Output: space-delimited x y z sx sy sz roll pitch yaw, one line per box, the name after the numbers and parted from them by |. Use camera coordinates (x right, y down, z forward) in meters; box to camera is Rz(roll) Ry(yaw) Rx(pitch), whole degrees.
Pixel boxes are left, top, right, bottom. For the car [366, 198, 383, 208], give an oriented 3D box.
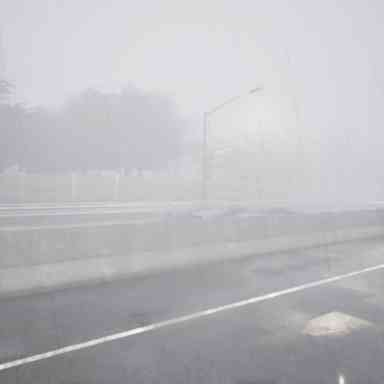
26.772 1.573 47.666 4.674 1.442 1.812 0 0 -38 | car

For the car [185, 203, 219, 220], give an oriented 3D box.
2.467 1.557 22.912 5.357 1.411 2.033 0 0 -35 | car

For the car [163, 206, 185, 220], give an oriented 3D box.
0.451 1.557 25.773 5.357 1.411 2.033 0 0 -35 | car

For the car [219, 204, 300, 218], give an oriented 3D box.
4.484 1.558 20.052 5.357 1.411 2.033 0 0 -35 | car
